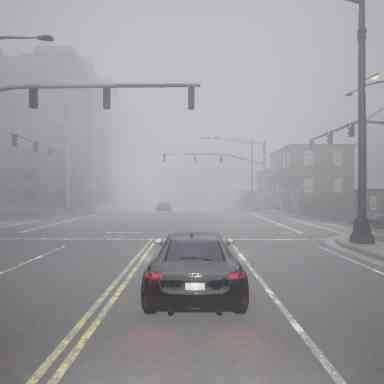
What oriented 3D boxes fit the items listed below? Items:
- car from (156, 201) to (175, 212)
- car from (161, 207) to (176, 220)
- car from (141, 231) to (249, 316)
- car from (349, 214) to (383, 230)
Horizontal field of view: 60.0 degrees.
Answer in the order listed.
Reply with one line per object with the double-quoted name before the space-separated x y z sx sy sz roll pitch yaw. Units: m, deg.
"car" -3.711 2.017 44.584 1.837 1.490 4.892 0 -5 0
"car" -3.733 3.559 54.379 2.033 1.411 5.357 0 -12 0
"car" 0.056 1.564 7.614 1.994 1.385 4.181 0 0 0
"car" 15.786 2.564 27.761 4.892 1.490 1.837 9 0 0
